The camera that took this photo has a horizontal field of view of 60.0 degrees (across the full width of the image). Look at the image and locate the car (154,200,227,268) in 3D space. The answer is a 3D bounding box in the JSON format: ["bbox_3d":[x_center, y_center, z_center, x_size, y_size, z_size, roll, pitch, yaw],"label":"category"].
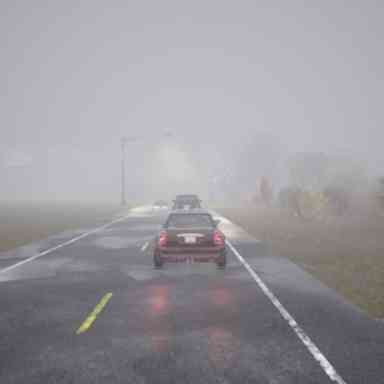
[{"bbox_3d":[-0.073,1.330,11.323,2.097,1.767,4.553,0,0,-1],"label":"car"}]

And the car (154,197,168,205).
[{"bbox_3d":[-4.582,1.449,49.837,1.994,1.385,4.181,0,0,-1],"label":"car"}]

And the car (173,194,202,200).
[{"bbox_3d":[-0.391,1.168,25.937,2.150,2.045,5.566,0,0,-1],"label":"car"}]
